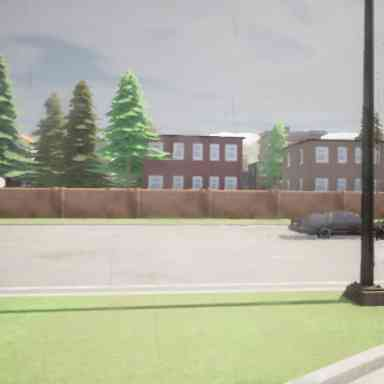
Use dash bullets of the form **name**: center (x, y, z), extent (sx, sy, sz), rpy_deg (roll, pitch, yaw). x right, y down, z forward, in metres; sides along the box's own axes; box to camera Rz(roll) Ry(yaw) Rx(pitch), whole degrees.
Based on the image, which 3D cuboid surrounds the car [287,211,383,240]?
- **car**: center (7.892, 1.725, 17.702), extent (5.357, 1.411, 2.033), rpy_deg (1, 0, -6)
